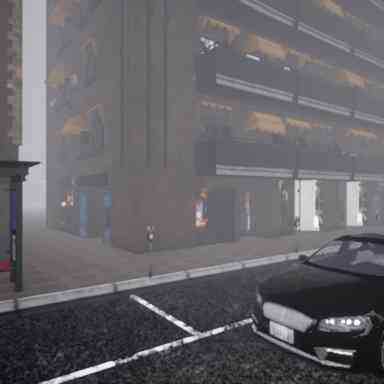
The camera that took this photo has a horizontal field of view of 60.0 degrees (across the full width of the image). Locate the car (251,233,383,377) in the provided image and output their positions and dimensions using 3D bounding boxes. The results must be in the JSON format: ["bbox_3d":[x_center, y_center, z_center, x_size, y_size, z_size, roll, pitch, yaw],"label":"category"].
[{"bbox_3d":[3.116,1.500,5.602,4.902,1.511,2.128,0,0,-35],"label":"car"}]
